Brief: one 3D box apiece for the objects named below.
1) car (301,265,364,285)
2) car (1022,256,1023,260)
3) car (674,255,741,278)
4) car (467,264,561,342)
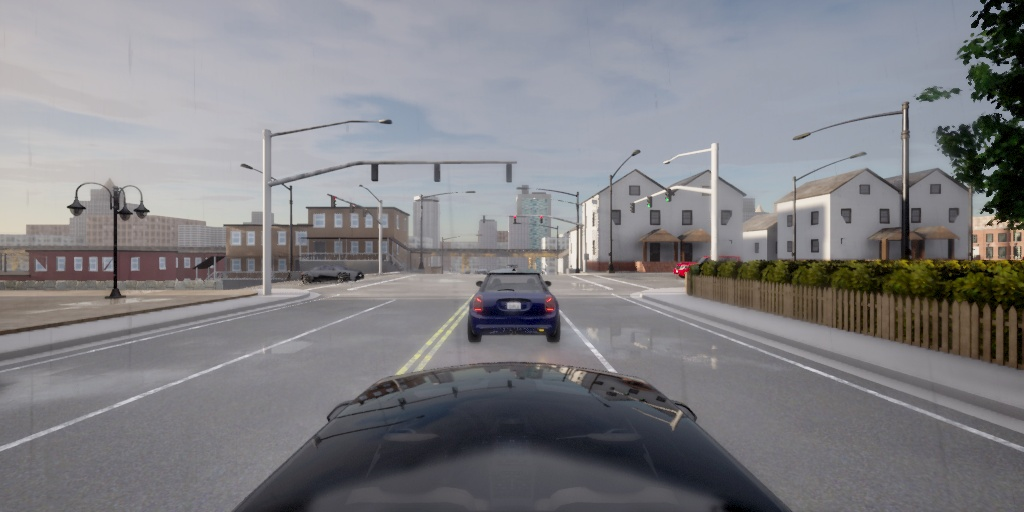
[{"bbox_3d":[-13.371,1.339,26.820,4.181,1.385,1.994,-2,0,-1],"label":"car"},{"bbox_3d":[42.772,0.971,27.757,5.566,2.045,2.150,0,0,-1],"label":"car"},{"bbox_3d":[17.029,0.971,31.031,5.566,2.045,2.150,0,0,-1],"label":"car"},{"bbox_3d":[0.051,1.102,9.905,2.097,1.767,4.553,0,0,0],"label":"car"}]
